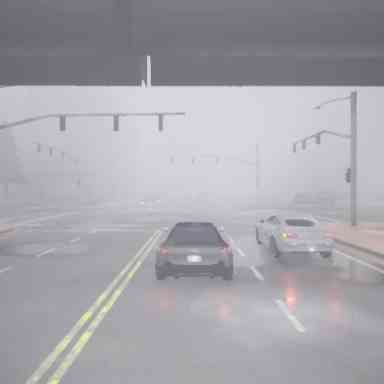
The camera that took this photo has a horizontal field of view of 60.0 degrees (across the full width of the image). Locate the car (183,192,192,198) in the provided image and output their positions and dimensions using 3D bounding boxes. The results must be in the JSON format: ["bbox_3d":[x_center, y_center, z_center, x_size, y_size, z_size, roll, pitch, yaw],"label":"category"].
[{"bbox_3d":[-1.165,0.795,88.047,2.128,1.511,4.902,0,0,0],"label":"car"}]

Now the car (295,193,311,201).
[{"bbox_3d":[22.186,0.973,66.830,1.970,1.475,3.806,0,0,0],"label":"car"}]

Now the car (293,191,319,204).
[{"bbox_3d":[16.640,0.841,49.399,1.932,1.855,4.605,0,0,0],"label":"car"}]

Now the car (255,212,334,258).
[{"bbox_3d":[3.578,1.448,12.214,1.812,1.442,4.674,0,0,0],"label":"car"}]

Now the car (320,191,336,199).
[{"bbox_3d":[33.486,0.635,82.015,1.932,1.855,4.605,0,0,0],"label":"car"}]

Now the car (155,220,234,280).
[{"bbox_3d":[0.067,1.502,9.720,1.994,1.385,4.181,0,0,0],"label":"car"}]

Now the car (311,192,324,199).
[{"bbox_3d":[30.803,0.846,81.958,1.784,1.438,3.905,0,0,0],"label":"car"}]

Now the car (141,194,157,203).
[{"bbox_3d":[-8.020,1.183,60.194,1.994,1.385,4.181,0,0,0],"label":"car"}]

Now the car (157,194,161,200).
[{"bbox_3d":[-8.083,1.117,75.696,1.895,1.301,4.718,0,0,0],"label":"car"}]

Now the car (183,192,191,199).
[{"bbox_3d":[-1.105,1.095,78.978,1.895,1.301,4.718,0,0,0],"label":"car"}]

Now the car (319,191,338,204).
[{"bbox_3d":[19.534,0.844,49.354,1.905,1.878,3.866,0,0,0],"label":"car"}]

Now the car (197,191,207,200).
[{"bbox_3d":[2.395,0.725,79.002,2.150,2.045,5.566,0,0,0],"label":"car"}]

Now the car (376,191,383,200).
[{"bbox_3d":[39.083,0.730,66.971,1.932,1.855,4.605,0,0,0],"label":"car"}]

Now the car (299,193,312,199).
[{"bbox_3d":[27.908,0.878,81.950,1.970,1.475,3.806,0,0,0],"label":"car"}]
